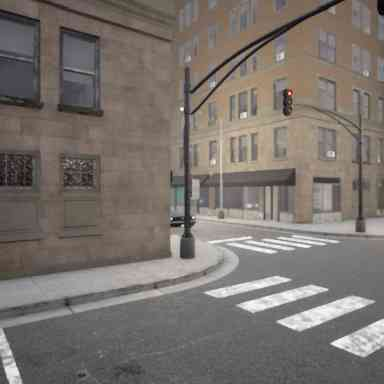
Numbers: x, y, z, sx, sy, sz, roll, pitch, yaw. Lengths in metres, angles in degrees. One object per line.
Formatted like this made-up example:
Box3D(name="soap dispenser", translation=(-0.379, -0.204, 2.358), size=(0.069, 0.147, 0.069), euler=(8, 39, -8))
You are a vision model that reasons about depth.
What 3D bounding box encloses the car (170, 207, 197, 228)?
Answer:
Box3D(name="car", translation=(-1.760, 1.498, 19.830), size=(1.895, 1.301, 4.718), euler=(0, 0, -36))
